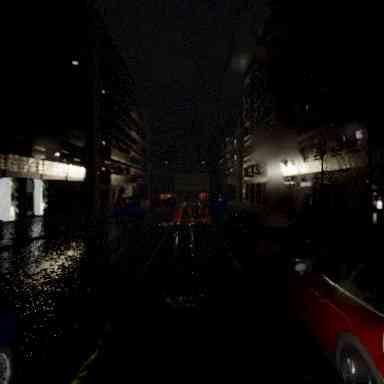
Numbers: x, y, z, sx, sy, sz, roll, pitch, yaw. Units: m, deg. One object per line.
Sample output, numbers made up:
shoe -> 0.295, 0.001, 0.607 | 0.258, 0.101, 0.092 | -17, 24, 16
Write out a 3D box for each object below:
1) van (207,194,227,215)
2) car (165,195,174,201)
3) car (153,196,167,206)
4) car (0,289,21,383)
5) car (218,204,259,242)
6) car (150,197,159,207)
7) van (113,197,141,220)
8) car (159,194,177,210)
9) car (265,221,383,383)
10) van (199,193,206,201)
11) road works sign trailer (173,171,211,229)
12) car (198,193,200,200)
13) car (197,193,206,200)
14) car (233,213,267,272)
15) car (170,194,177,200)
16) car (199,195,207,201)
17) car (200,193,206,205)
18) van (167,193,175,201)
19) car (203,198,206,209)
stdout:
van -> 2.554, 1.299, 33.168 | 1.690, 1.788, 3.998 | -1, 0, 0
car -> -5.322, 1.433, 78.351 | 1.752, 1.417, 4.829 | -1, 0, 0
car -> -5.323, 1.476, 55.916 | 1.887, 1.381, 4.507 | -1, 0, 0
car -> -2.864, 1.523, 2.048 | 1.812, 1.442, 4.674 | 0, 0, 0
car -> 2.556, 1.524, 16.175 | 1.887, 1.381, 4.507 | -1, 0, 0
car -> -5.323, 1.482, 50.265 | 1.887, 1.381, 4.507 | -1, 0, 0
van -> -5.327, 1.305, 27.659 | 1.690, 1.788, 3.998 | -1, 0, 0
car -> -2.838, 1.423, 43.265 | 1.882, 1.535, 5.008 | 0, 0, 0
car -> 2.558, 1.434, 4.846 | 1.967, 1.590, 4.097 | -1, 0, 0
van -> 2.556, 1.243, 84.146 | 1.690, 1.788, 3.998 | -1, 0, 0
road works sign trailer -> 0.001, 0.437, 21.169 | 2.380, 3.560, 2.880 | 0, 0, 0
car -> 2.555, 1.235, 67.153 | 2.192, 1.841, 5.009 | -1, 0, 0
car -> 2.556, 1.211, 89.811 | 2.192, 1.841, 5.009 | -1, 0, 0
car -> 2.556, 1.568, 10.511 | 1.802, 1.307, 4.206 | -1, 0, 0
car -> -5.323, 1.330, 95.475 | 1.967, 1.590, 4.097 | -1, 0, 0
car -> 2.559, 1.490, 78.483 | 1.802, 1.307, 4.206 | -1, 0, 0
car -> 2.554, 1.259, 44.496 | 2.192, 1.841, 5.009 | -1, 0, 0
van -> -5.324, 1.243, 84.172 | 1.690, 1.788, 3.998 | -1, 0, 0
car -> 2.557, 1.533, 38.832 | 1.802, 1.307, 4.206 | -1, 0, 0
